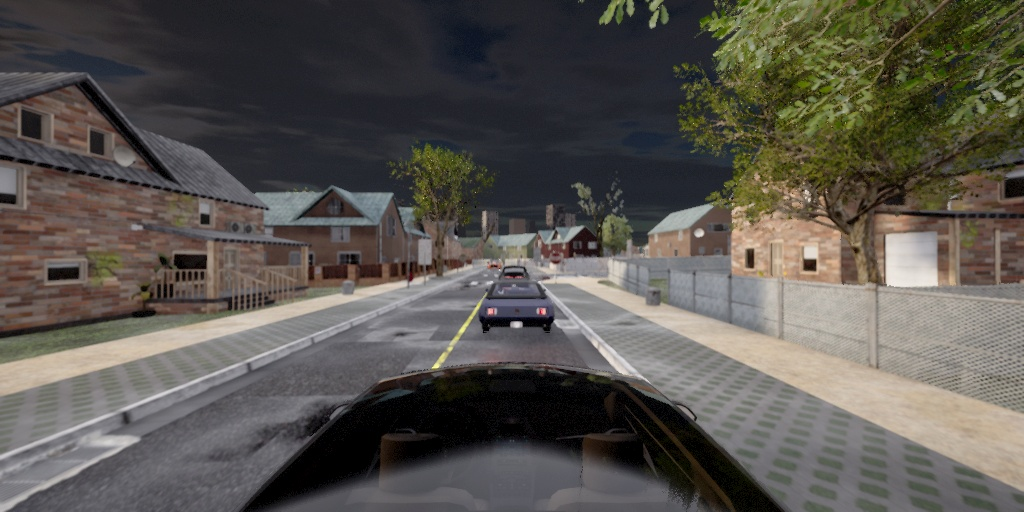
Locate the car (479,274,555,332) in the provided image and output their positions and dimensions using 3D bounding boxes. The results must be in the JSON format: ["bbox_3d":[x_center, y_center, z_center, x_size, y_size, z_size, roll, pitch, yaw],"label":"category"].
[{"bbox_3d":[0.115,1.385,10.922,1.895,1.301,4.718,0,0,0],"label":"car"}]

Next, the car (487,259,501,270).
[{"bbox_3d":[-2.760,1.270,57.219,2.097,1.767,4.553,0,0,0],"label":"car"}]

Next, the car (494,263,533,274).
[{"bbox_3d":[0.184,1.324,21.543,1.837,1.490,4.892,0,0,2],"label":"car"}]
